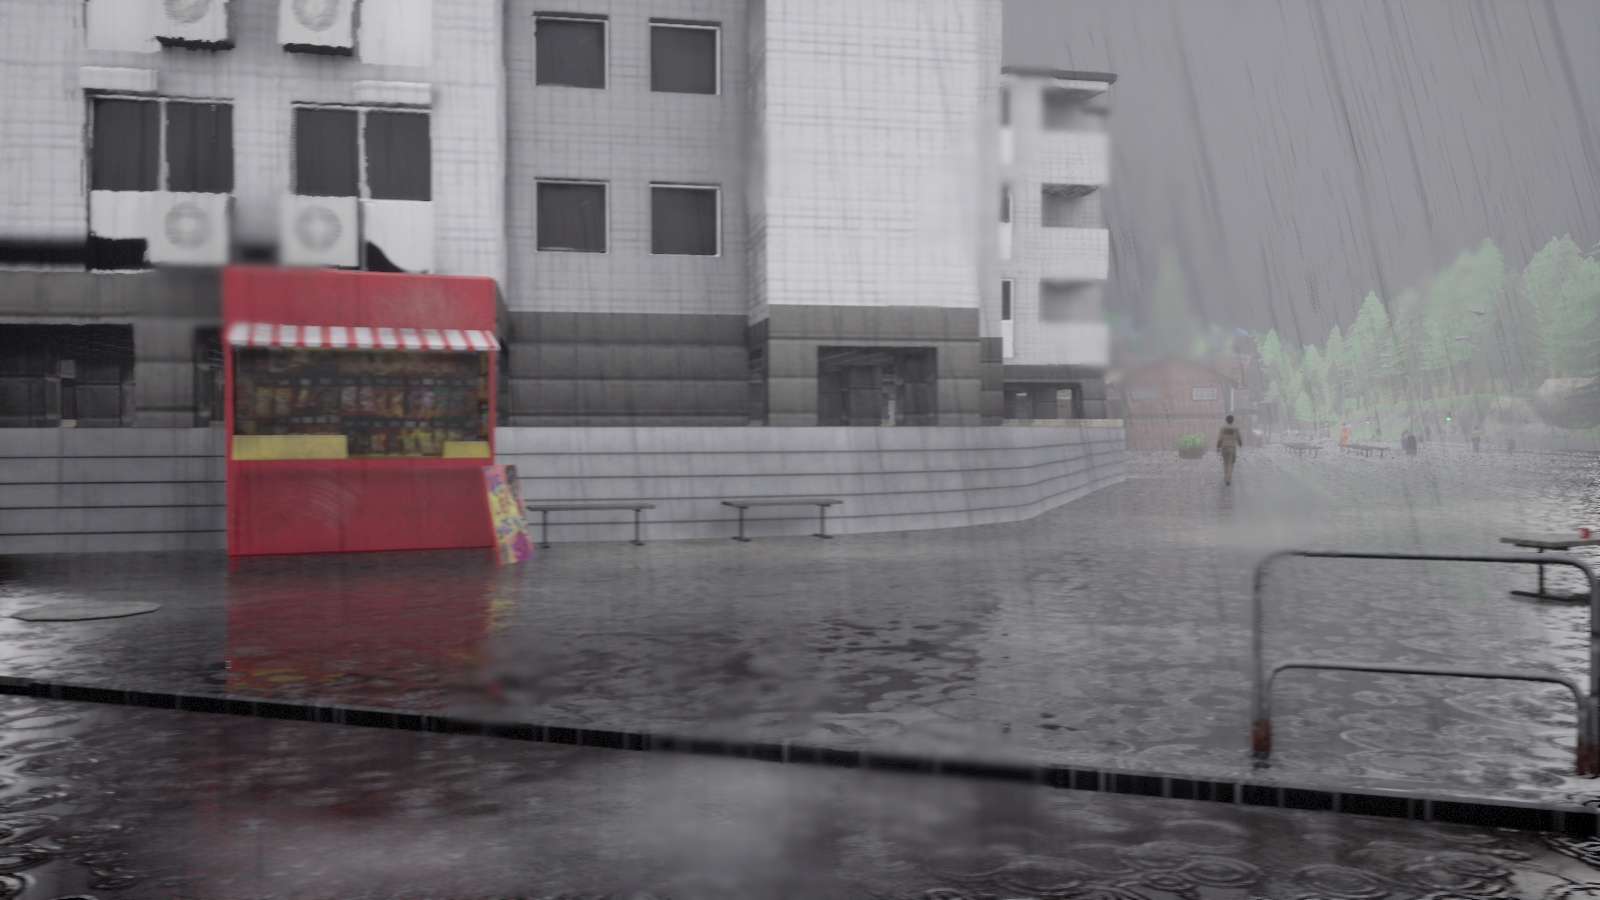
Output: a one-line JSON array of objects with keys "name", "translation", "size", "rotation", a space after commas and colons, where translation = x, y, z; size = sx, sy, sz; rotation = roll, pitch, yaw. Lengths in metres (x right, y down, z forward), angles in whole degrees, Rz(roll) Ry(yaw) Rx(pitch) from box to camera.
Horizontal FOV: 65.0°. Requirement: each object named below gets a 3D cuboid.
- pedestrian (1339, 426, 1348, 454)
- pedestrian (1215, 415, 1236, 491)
[{"name": "pedestrian", "translation": [35.778, -0.645, 82.713], "size": [0.345, 1.836, 0.594], "rotation": [0, 1, 7]}, {"name": "pedestrian", "translation": [10.914, 0.060, 32.188], "size": [0.396, 1.930, 0.692], "rotation": [1, 1, 28]}]
